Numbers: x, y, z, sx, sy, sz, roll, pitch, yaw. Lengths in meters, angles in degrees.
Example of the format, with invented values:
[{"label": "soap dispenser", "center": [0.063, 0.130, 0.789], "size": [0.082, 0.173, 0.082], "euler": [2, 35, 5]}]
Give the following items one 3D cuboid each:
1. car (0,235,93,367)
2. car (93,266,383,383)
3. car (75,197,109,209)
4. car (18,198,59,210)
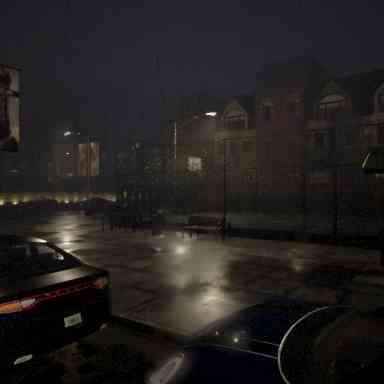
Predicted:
[{"label": "car", "center": [-3.532, 1.480, 5.656], "size": [5.008, 1.535, 2.097], "euler": [0, 0, 35]}, {"label": "car", "center": [1.777, 1.354, 2.036], "size": [4.553, 1.767, 2.185], "euler": [0, 0, 35]}, {"label": "car", "center": [-13.391, 1.504, 44.817], "size": [1.837, 1.490, 4.892], "euler": [0, 0, 35]}, {"label": "car", "center": [-19.440, 1.488, 42.292], "size": [2.128, 1.511, 4.902], "euler": [0, 0, 35]}]
